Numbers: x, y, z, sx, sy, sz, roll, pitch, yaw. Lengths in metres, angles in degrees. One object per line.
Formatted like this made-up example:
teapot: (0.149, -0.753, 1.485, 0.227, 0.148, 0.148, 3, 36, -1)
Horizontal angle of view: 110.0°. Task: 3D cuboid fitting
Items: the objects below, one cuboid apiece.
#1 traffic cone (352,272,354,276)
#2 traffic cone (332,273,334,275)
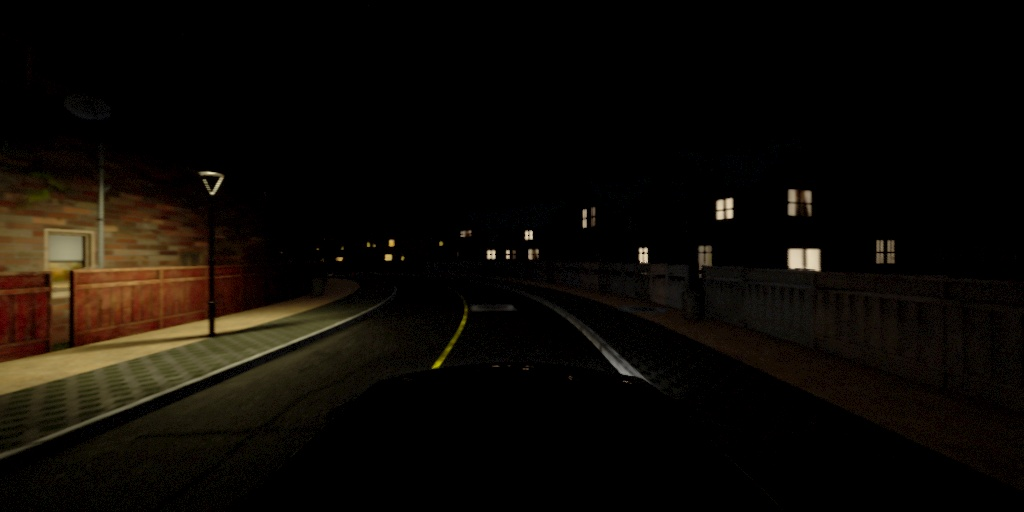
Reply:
traffic cone: (-17.225, 1.998, 38.752, 0.340, 0.580, 0.340, 0, 0, 43)
traffic cone: (-20.854, 2.079, 41.769, 0.340, 0.580, 0.340, 0, 0, 36)
